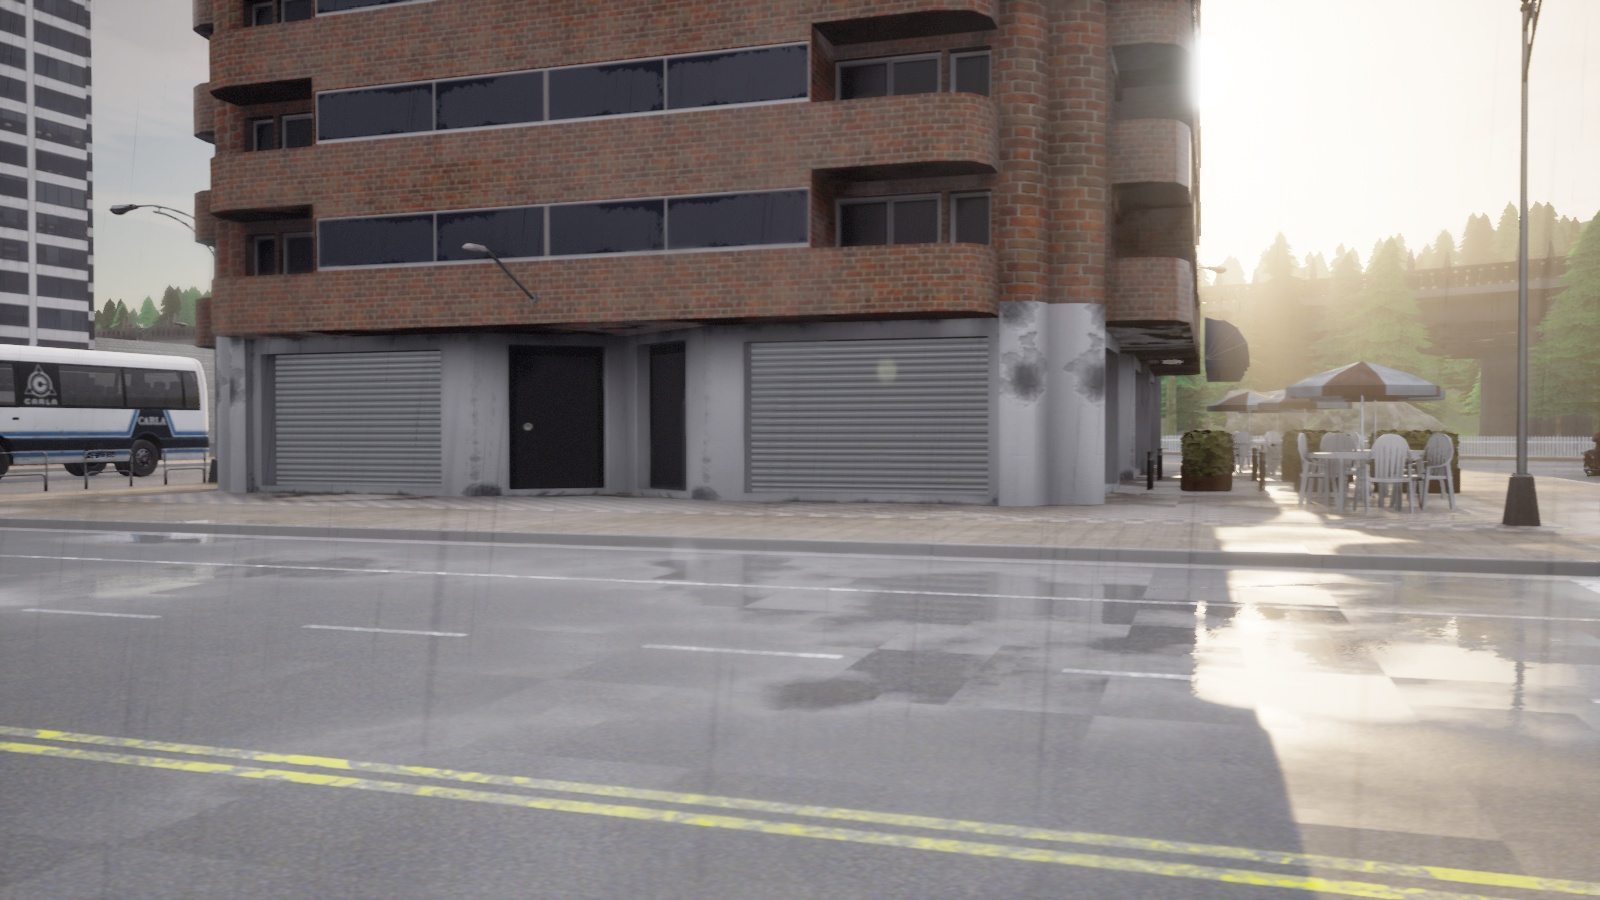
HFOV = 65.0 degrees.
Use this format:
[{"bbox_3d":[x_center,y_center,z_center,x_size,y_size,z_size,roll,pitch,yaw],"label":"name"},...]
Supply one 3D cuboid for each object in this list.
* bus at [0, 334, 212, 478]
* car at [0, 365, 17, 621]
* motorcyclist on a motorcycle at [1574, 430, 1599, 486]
[{"bbox_3d":[-24.426,-1.357,40.454,3.944,4.253,10.273,1,1,18],"label":"bus"},{"bbox_3d":[-9.313,0.327,10.014,5.566,2.045,2.150,1,1,19],"label":"car"},{"bbox_3d":[24.027,0.232,37.373,0.766,1.649,2.350,0,1,7],"label":"motorcyclist on a motorcycle"}]
